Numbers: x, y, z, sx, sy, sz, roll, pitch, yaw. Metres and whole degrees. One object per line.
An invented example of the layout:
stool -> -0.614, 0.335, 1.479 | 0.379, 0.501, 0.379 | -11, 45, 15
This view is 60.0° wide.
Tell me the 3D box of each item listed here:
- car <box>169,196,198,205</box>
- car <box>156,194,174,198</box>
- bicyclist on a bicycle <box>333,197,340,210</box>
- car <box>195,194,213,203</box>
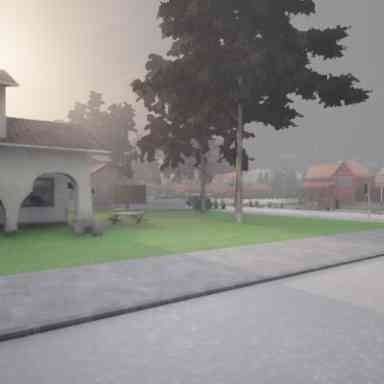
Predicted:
car -> -1.398, 1.726, 55.660 | 1.895, 1.301, 4.718 | 0, 0, -35
car -> -5.505, 1.388, 68.387 | 2.150, 2.045, 5.566 | 0, 0, -36
bicyclist on a bicycle -> 18.387, 1.508, 42.367 | 1.656, 1.620, 0.582 | 0, 0, -36
car -> 1.508, 1.365, 58.642 | 2.150, 2.045, 5.566 | 0, 0, -35
